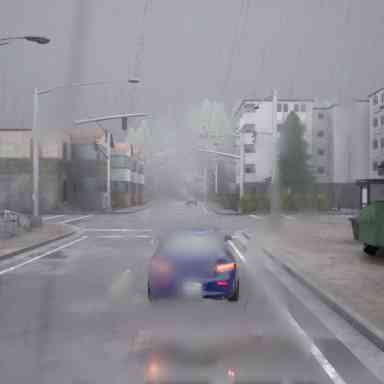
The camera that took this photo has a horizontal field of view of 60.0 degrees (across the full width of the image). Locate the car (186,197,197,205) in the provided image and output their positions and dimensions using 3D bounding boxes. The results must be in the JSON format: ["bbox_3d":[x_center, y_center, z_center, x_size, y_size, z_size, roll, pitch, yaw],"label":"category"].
[{"bbox_3d":[-0.051,1.547,58.446,2.033,1.411,5.357,0,0,0],"label":"car"}]

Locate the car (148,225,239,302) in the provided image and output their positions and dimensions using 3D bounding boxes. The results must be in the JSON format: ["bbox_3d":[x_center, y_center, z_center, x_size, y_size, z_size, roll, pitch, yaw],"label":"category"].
[{"bbox_3d":[0.037,1.526,8.162,1.812,1.442,4.674,0,0,0],"label":"car"}]
